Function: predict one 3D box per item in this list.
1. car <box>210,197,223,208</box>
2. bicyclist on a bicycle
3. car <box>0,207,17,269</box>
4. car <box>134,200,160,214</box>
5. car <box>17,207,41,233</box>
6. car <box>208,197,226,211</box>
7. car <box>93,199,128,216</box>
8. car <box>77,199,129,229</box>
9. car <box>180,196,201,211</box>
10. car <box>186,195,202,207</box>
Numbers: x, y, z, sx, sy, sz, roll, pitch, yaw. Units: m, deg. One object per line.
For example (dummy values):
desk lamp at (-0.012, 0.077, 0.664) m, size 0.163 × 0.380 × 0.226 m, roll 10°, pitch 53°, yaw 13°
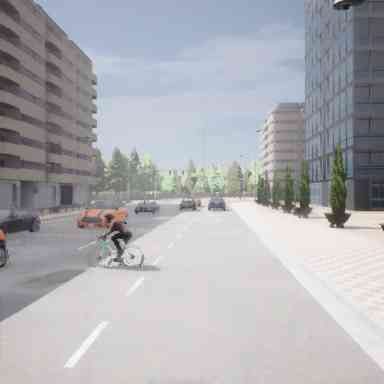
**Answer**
car at (3.810, 1.505, 50.777) m, size 1.837 × 1.490 × 4.892 m, roll 0°, pitch 0°, yaw 5°
bicyclist on a bicycle at (-2.231, 1.454, 9.689) m, size 1.656 × 1.620 × 0.582 m, roll -2°, pitch 0°, yaw 4°
car at (-6.675, 1.354, 8.073) m, size 2.097 × 1.767 × 4.553 m, roll 0°, pitch 0°, yaw 4°
car at (-4.595, 1.564, 34.533) m, size 1.994 × 1.385 × 4.181 m, roll 0°, pitch 0°, yaw 5°
car at (-9.517, 1.525, 16.902) m, size 1.812 × 1.442 × 4.674 m, roll 0°, pitch 0°, yaw 5°
car at (3.117, 1.353, 41.614) m, size 2.097 × 1.767 × 4.553 m, roll 0°, pitch 0°, yaw 5°
car at (-8.170, 1.478, 33.799) m, size 1.882 × 1.535 × 5.008 m, roll 0°, pitch 0°, yaw 5°
car at (-5.628, 1.352, 21.426) m, size 2.097 × 1.767 × 4.553 m, roll 0°, pitch 0°, yaw 5°
car at (-0.401, 1.491, 41.587) m, size 2.128 × 1.511 × 4.902 m, roll 0°, pitch 0°, yaw 5°
car at (0.295, 1.352, 50.763) m, size 2.097 × 1.767 × 4.553 m, roll 0°, pitch 0°, yaw 5°
